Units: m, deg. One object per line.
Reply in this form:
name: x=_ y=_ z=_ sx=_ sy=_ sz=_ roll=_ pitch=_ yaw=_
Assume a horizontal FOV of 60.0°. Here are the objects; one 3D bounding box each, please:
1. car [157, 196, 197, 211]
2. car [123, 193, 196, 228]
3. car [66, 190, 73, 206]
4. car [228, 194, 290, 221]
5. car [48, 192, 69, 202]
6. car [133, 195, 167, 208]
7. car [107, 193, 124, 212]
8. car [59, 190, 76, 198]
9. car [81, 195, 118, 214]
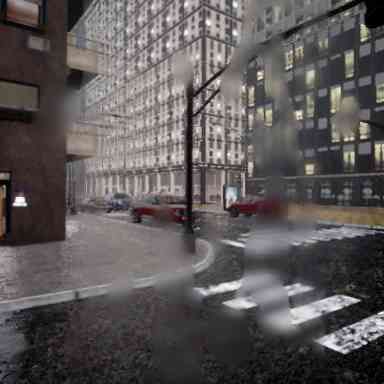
car: x=-1.625 y=1.138 z=33.788 sx=1.947 sy=1.339 sz=4.313 roll=2 pitch=0 yaw=-36
car: x=-1.833 y=1.045 z=19.837 sx=2.192 sy=1.841 sz=5.009 roll=2 pitch=0 yaw=-36
car: x=-14.888 y=0.864 z=37.778 sx=2.008 sy=1.369 sz=4.403 roll=2 pitch=0 yaw=-36
car: x=4.907 y=1.095 z=24.815 sx=2.192 sy=1.841 sz=5.009 roll=2 pitch=0 yaw=-36
car: x=-19.665 y=0.669 z=48.884 sx=1.994 sy=1.385 sz=4.181 roll=0 pitch=1 yaw=-36
car: x=-4.888 y=1.033 z=38.274 sx=1.947 sy=1.339 sz=4.313 roll=2 pitch=0 yaw=-36
car: x=-6.723 y=0.876 z=30.935 sx=2.097 sy=1.767 sz=4.553 roll=0 pitch=1 yaw=-36
car: x=-24.463 y=0.377 z=65.192 sx=1.887 sy=1.381 sz=4.507 roll=2 pitch=0 yaw=-36
car: x=-8.365 y=1.104 z=28.807 sx=1.802 sy=1.307 sz=4.206 roll=2 pitch=0 yaw=-36
